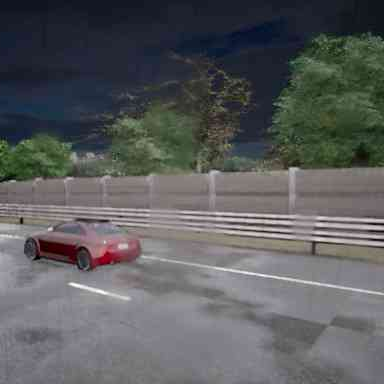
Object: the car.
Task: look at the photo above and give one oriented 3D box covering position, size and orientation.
[{"bbox_3d":[-3.635,1.560,10.880,4.181,1.385,1.994,0,0,35],"label":"car"}]
